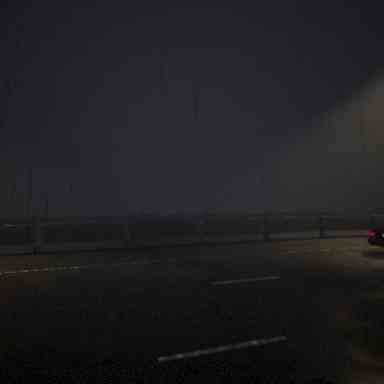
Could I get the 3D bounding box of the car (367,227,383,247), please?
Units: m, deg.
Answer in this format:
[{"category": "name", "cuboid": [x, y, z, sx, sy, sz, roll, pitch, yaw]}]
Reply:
[{"category": "car", "cuboid": [9.869, 1.740, 13.543, 5.357, 1.411, 2.033, 0, -1, -16]}]
